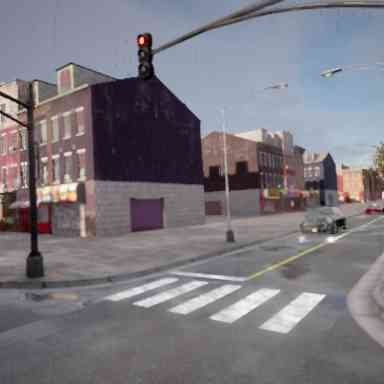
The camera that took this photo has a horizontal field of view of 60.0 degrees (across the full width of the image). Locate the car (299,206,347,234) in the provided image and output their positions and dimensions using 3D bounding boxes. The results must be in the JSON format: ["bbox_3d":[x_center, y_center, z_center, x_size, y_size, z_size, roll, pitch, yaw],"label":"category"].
[{"bbox_3d":[8.724,1.773,22.052,2.097,1.767,4.553,-5,-3,36],"label":"car"}]

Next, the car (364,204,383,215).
[{"bbox_3d":[22.640,2.143,41.172,1.895,1.301,4.718,-5,-3,36],"label":"car"}]
